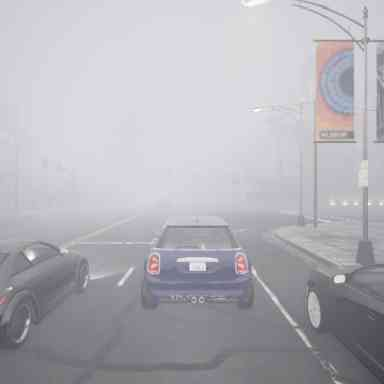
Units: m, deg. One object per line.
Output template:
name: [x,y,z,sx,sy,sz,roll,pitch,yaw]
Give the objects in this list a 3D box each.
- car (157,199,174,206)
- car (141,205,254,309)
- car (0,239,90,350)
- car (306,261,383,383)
car: [-3.405,1.547,42.052,2.033,1.411,5.357,0,0,0]
car: [0.099,1.352,8.044,2.097,1.767,4.553,0,0,0]
car: [-3.401,1.564,6.224,1.994,1.385,4.181,0,0,0]
car: [2.900,1.480,3.761,2.097,1.535,5.008,0,0,0]
